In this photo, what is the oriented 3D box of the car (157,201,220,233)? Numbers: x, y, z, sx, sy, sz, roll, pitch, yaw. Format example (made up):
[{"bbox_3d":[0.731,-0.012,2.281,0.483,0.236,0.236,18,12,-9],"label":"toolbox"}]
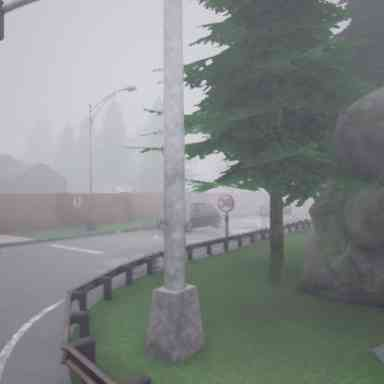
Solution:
[{"bbox_3d":[-0.135,1.477,20.955,2.097,1.767,4.553,-1,0,36],"label":"car"}]

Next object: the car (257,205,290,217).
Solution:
[{"bbox_3d":[7.970,1.614,31.961,2.128,1.511,4.902,-1,0,37],"label":"car"}]
